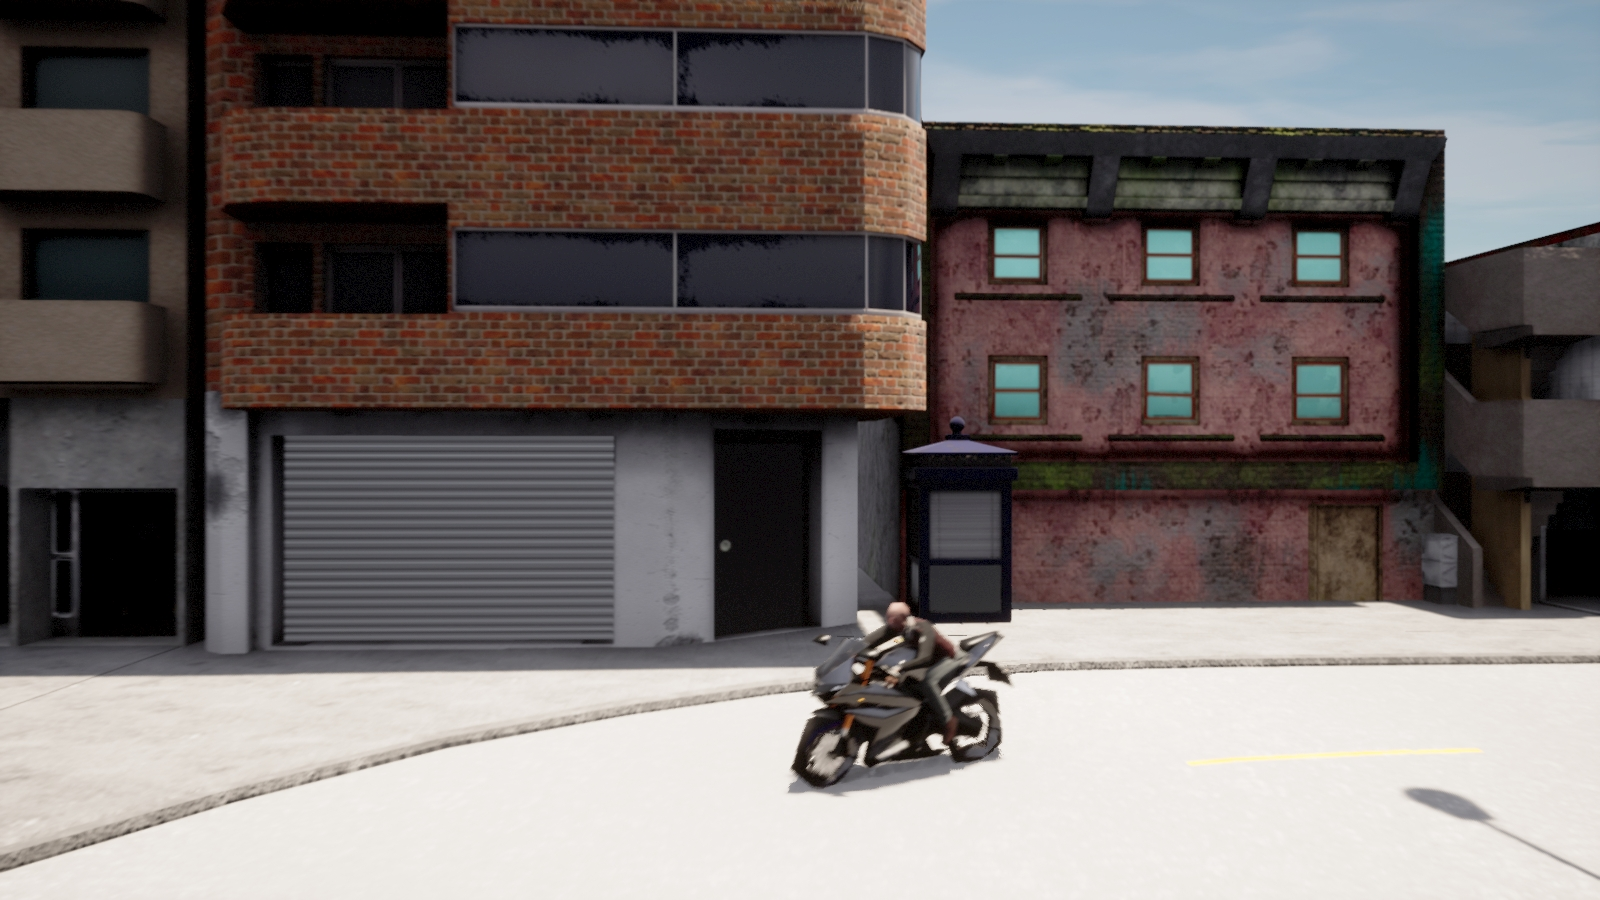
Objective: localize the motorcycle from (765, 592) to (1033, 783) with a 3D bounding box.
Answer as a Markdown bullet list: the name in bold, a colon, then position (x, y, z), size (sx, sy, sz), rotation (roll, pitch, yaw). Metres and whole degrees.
- **motorcycle**: position (0.884, 1.988, 9.932), size (2.209, 1.251, 0.867), rotation (0, 2, -31)
